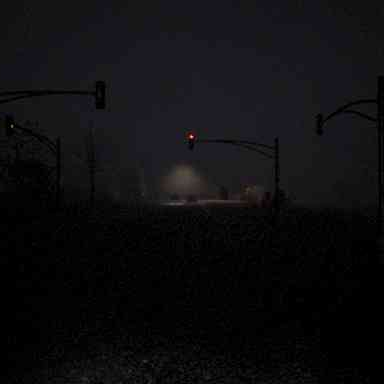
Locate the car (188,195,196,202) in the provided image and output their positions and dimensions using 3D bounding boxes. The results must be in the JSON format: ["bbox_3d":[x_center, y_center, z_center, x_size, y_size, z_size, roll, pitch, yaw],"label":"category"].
[{"bbox_3d":[-0.069,1.425,78.085,1.837,1.490,4.892,0,0,0],"label":"car"}]

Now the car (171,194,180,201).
[{"bbox_3d":[-3.564,1.195,72.251,1.837,1.490,4.892,0,0,0],"label":"car"}]

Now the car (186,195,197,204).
[{"bbox_3d":[-0.060,1.424,68.049,2.097,1.767,4.553,0,0,0],"label":"car"}]
